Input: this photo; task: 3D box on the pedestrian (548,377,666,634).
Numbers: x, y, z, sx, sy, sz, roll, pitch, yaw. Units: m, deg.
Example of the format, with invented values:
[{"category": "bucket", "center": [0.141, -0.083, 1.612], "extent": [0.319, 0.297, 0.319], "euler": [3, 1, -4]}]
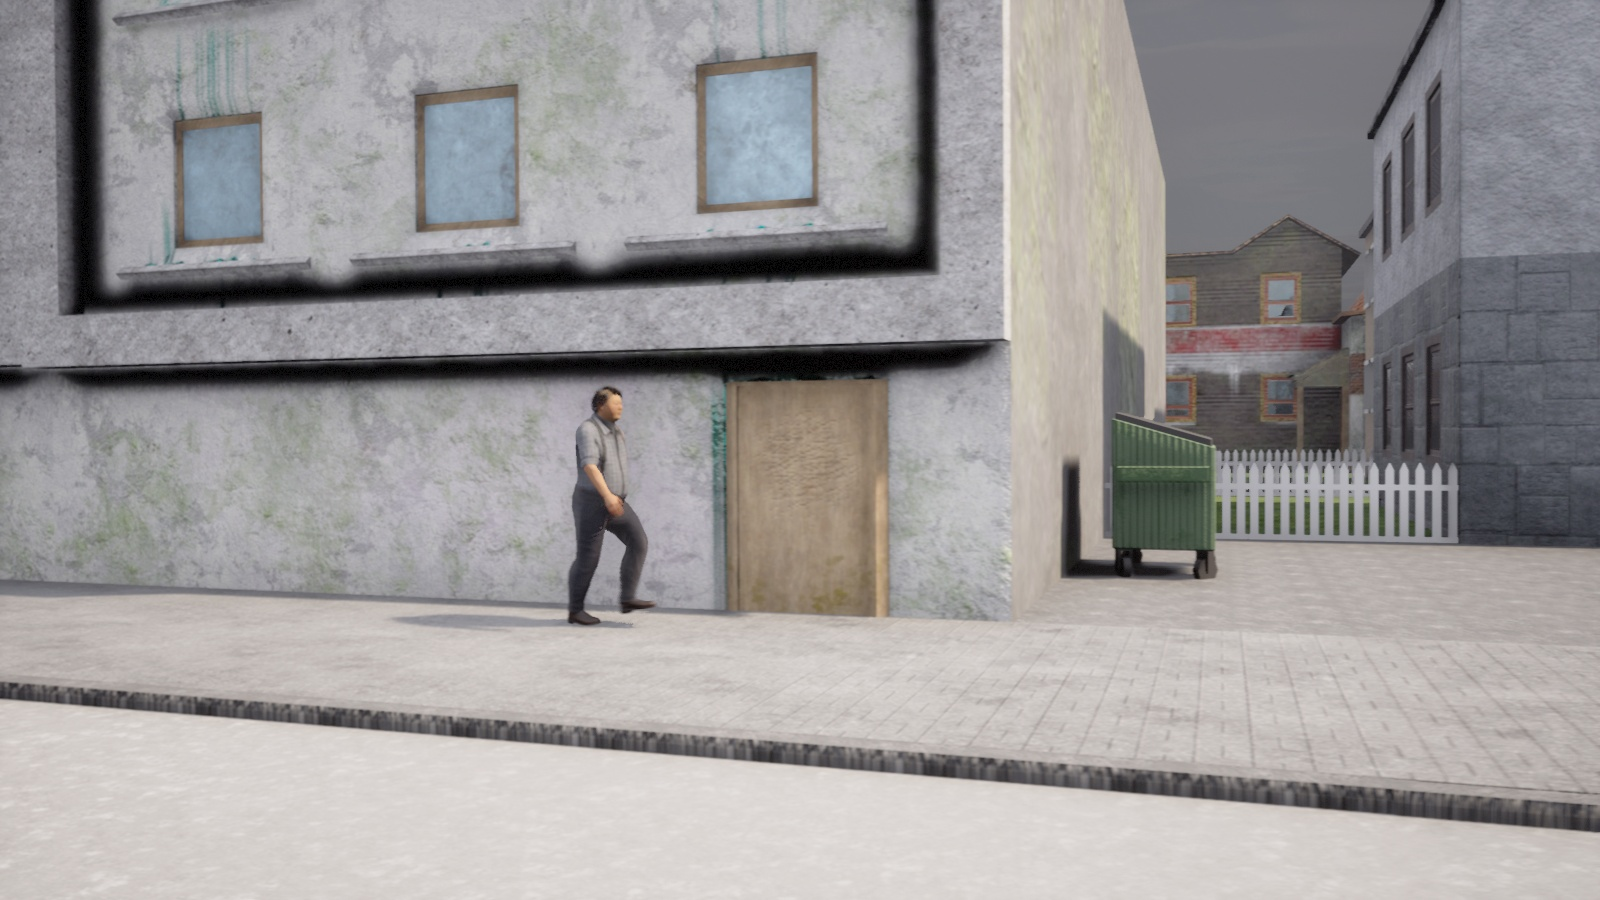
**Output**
[{"category": "pedestrian", "center": [-1.448, 0.392, 9.436], "extent": [0.694, 1.848, 0.540], "euler": [1, 1, 30]}]
